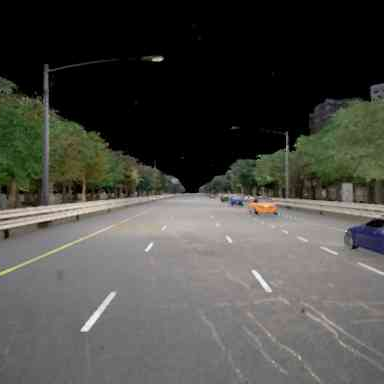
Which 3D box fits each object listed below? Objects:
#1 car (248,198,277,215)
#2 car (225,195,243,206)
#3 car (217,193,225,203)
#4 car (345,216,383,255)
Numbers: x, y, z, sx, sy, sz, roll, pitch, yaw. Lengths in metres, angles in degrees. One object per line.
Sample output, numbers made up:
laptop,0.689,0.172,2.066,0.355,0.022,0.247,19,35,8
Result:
car,7.023,1.356,33.538,2.097,1.767,4.553,0,0,0
car,7.034,1.506,53.982,1.882,1.535,5.008,0,0,0
car,7.066,1.532,72.091,1.837,1.490,4.892,0,0,0
car,7.005,1.534,11.371,1.812,1.442,4.674,0,0,0
